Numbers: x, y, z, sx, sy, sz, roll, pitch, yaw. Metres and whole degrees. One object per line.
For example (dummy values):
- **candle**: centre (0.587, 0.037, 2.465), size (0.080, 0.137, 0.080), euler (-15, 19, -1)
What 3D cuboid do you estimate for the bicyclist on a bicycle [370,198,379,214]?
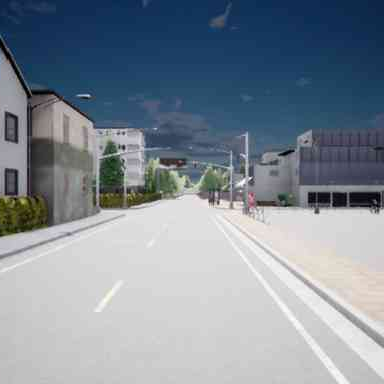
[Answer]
- **bicyclist on a bicycle**: centre (18.713, 1.452, 34.116), size (0.582, 1.620, 1.656), euler (0, 0, 0)
